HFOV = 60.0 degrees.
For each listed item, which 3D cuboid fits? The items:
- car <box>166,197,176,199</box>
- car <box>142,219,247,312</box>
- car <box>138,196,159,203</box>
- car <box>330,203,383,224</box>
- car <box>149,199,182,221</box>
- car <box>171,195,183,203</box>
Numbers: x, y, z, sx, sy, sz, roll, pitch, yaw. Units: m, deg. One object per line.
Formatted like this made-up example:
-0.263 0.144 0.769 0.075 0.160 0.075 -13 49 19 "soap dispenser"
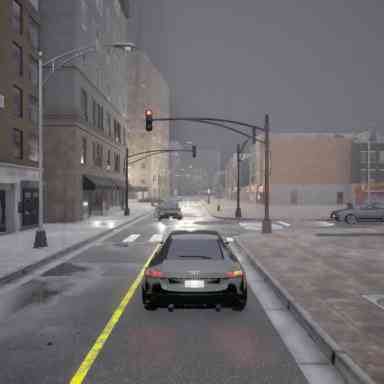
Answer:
-2.808 1.519 44.590 1.837 1.490 4.892 0 0 0 "car"
0.057 1.564 7.781 1.994 1.385 4.181 0 0 0 "car"
-8.935 1.596 69.961 4.674 1.442 1.812 0 0 9 "car"
12.069 1.515 23.583 4.181 1.385 1.994 0 0 0 "car"
-2.126 1.553 27.273 2.033 1.411 5.357 0 0 -12 "car"
-2.705 1.194 60.047 1.994 1.385 4.181 0 0 0 "car"
